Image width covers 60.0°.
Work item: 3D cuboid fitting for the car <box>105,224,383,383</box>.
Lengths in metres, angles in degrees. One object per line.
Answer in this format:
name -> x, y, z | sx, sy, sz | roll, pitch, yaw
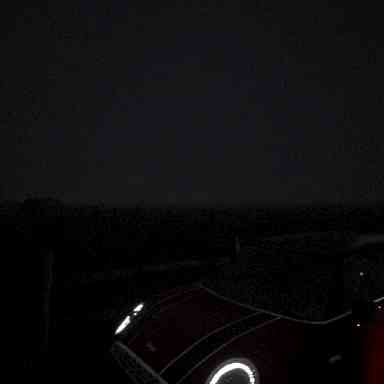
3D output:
car -> 1.322, 1.349, 4.005 | 4.553, 1.767, 2.097 | 0, 0, -36
